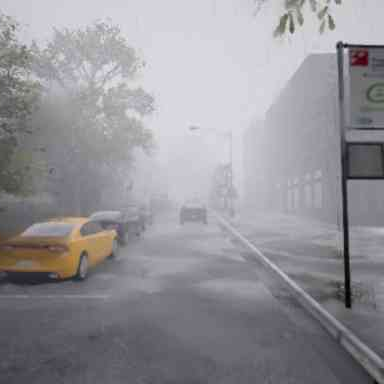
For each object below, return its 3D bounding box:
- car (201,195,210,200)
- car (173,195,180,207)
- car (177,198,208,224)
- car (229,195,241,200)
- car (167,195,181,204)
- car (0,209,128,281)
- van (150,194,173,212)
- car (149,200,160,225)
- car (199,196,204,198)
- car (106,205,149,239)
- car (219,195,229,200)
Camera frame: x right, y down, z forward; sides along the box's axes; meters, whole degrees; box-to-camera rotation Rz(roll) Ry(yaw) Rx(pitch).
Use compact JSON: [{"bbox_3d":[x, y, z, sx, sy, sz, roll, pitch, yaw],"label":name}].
[{"bbox_3d":[3.431,1.423,82.181,2.231,1.521,4.892,-2,-1,29],"label":"car"},{"bbox_3d":[-3.392,1.434,49.222,2.231,1.521,4.892,0,0,2],"label":"car"},{"bbox_3d":[0.106,1.492,25.016,1.882,1.535,5.008,0,0,0],"label":"car"},{"bbox_3d":[10.401,1.566,91.373,2.231,1.521,4.892,-4,-3,42],"label":"car"},{"bbox_3d":[-3.147,1.367,60.633,2.097,1.535,5.008,0,0,2],"label":"car"},{"bbox_3d":[-3.635,1.486,9.997,2.097,1.535,5.008,1,0,2],"label":"car"},{"bbox_3d":[-3.618,1.249,37.969,1.878,1.987,4.442,1,0,2],"label":"van"},{"bbox_3d":[-3.642,1.523,21.165,2.163,1.488,4.792,0,0,2],"label":"car"},{"bbox_3d":[0.110,1.522,42.686,2.033,1.411,5.357,0,0,0],"label":"car"},{"bbox_3d":[-3.641,1.490,15.558,2.097,1.535,5.008,0,0,2],"label":"car"},{"bbox_3d":[6.871,1.480,86.926,2.097,1.535,5.008,-3,-3,36],"label":"car"}]
